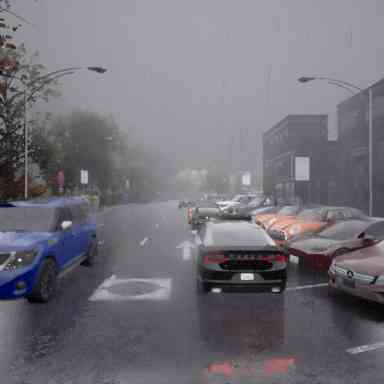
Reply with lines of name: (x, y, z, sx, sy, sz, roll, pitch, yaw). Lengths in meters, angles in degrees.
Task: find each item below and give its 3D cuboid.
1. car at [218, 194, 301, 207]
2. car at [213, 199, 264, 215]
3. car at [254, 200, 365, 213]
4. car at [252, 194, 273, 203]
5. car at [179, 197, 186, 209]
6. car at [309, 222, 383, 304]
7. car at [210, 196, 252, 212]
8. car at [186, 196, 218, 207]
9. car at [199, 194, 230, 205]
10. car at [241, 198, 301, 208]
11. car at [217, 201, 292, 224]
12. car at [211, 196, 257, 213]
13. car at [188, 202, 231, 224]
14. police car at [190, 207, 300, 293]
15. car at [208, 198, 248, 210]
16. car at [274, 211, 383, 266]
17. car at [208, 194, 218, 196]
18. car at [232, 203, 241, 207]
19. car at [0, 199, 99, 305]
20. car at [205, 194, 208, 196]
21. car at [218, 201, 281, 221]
car: (4.953, 1.251, 22.213, 5.566, 2.045, 2.435, 1, 0, -21)
car: (4.764, 1.560, 34.228, 4.792, 1.488, 2.163, 1, 0, -21)
car: (5.130, 1.366, 13.239, 4.553, 1.767, 2.185, 1, 0, -21)
car: (16.999, 1.463, 80.513, 2.435, 2.045, 5.566, 0, 0, -22)
car: (-0.750, 1.441, 46.807, 2.097, 1.767, 4.553, 0, 0, 0)
car: (5.196, 1.527, 7.228, 4.674, 1.452, 2.002, 1, 0, -21)
car: (4.669, 1.424, 40.243, 4.553, 1.767, 2.185, 1, 0, -21)
car: (0.769, 1.373, 24.843, 2.097, 1.767, 4.553, 0, 0, -1)
car: (4.312, 1.391, 64.298, 5.566, 2.045, 2.435, 1, -1, -21)
car: (5.084, 1.369, 16.240, 4.553, 1.767, 2.185, 1, 0, -21)
car: (4.746, 1.503, 25.168, 5.366, 1.575, 1.946, 1, 0, -21)
car: (4.714, 1.414, 37.242, 4.553, 1.767, 2.185, 1, 0, -21)
car: (0.860, 1.518, 18.873, 1.837, 1.490, 4.892, 0, 0, -1)
police car: (1.019, 1.427, 8.984, 1.930, 1.638, 5.238, 0, 0, -1)
car: (4.655, 1.601, 43.251, 4.674, 1.452, 2.002, 1, 0, -21)
car: (5.117, 1.518, 10.218, 4.792, 1.488, 2.163, 1, 0, -21)
car: (4.810, 1.271, 31.229, 5.566, 2.045, 2.435, 1, 0, -21)
car: (5.003, 1.538, 19.235, 4.674, 1.452, 2.002, 1, 0, -21)
car: (-3.995, 1.222, 8.433, 2.150, 2.045, 5.566, 0, 0, -1)
car: (4.642, 1.447, 46.260, 4.553, 1.767, 2.185, 1, 0, -21)
car: (4.847, 1.544, 28.227, 4.792, 1.488, 2.163, 1, 0, -21)
